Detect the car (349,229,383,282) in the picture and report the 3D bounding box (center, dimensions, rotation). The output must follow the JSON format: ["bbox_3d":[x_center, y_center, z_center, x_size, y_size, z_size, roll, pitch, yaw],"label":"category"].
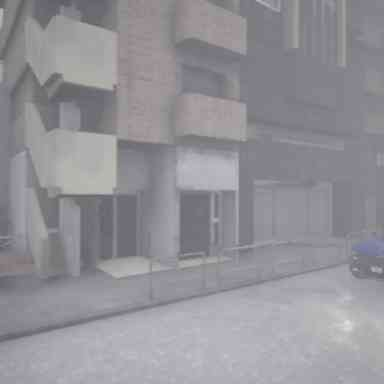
[{"bbox_3d":[6.263,1.511,9.042,5.008,1.535,1.882,0,0,-35],"label":"car"}]
